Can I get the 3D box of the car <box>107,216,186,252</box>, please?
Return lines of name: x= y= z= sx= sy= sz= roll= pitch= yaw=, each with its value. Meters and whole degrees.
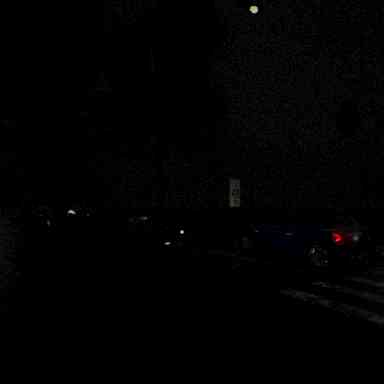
car: x=-2.200 y=1.764 z=15.088 sx=1.895 sy=1.301 sz=4.718 roll=0 pitch=-1 yaw=-34

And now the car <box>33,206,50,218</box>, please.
car: x=-17.612 y=2.286 z=38.207 sx=1.895 sy=1.301 sz=4.718 roll=0 pitch=-1 yaw=-33

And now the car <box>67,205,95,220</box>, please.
car: x=-11.412 y=2.041 z=34.151 sx=2.128 sy=1.511 sz=4.902 roll=0 pitch=-1 yaw=-34

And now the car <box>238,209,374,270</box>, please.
car: x=3.669 y=1.419 z=11.622 sx=2.097 sy=1.767 sz=4.553 roll=0 pitch=-1 yaw=-34
